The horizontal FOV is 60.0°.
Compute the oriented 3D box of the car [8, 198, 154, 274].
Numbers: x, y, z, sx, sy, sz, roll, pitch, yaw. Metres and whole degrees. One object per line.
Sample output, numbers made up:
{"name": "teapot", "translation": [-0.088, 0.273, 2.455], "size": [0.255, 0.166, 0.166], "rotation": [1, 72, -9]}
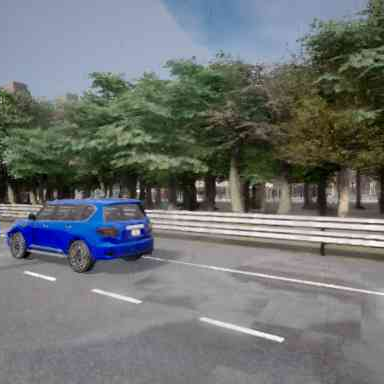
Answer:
{"name": "car", "translation": [-3.747, 1.227, 10.853], "size": [5.566, 2.045, 2.150], "rotation": [0, 0, 36]}
